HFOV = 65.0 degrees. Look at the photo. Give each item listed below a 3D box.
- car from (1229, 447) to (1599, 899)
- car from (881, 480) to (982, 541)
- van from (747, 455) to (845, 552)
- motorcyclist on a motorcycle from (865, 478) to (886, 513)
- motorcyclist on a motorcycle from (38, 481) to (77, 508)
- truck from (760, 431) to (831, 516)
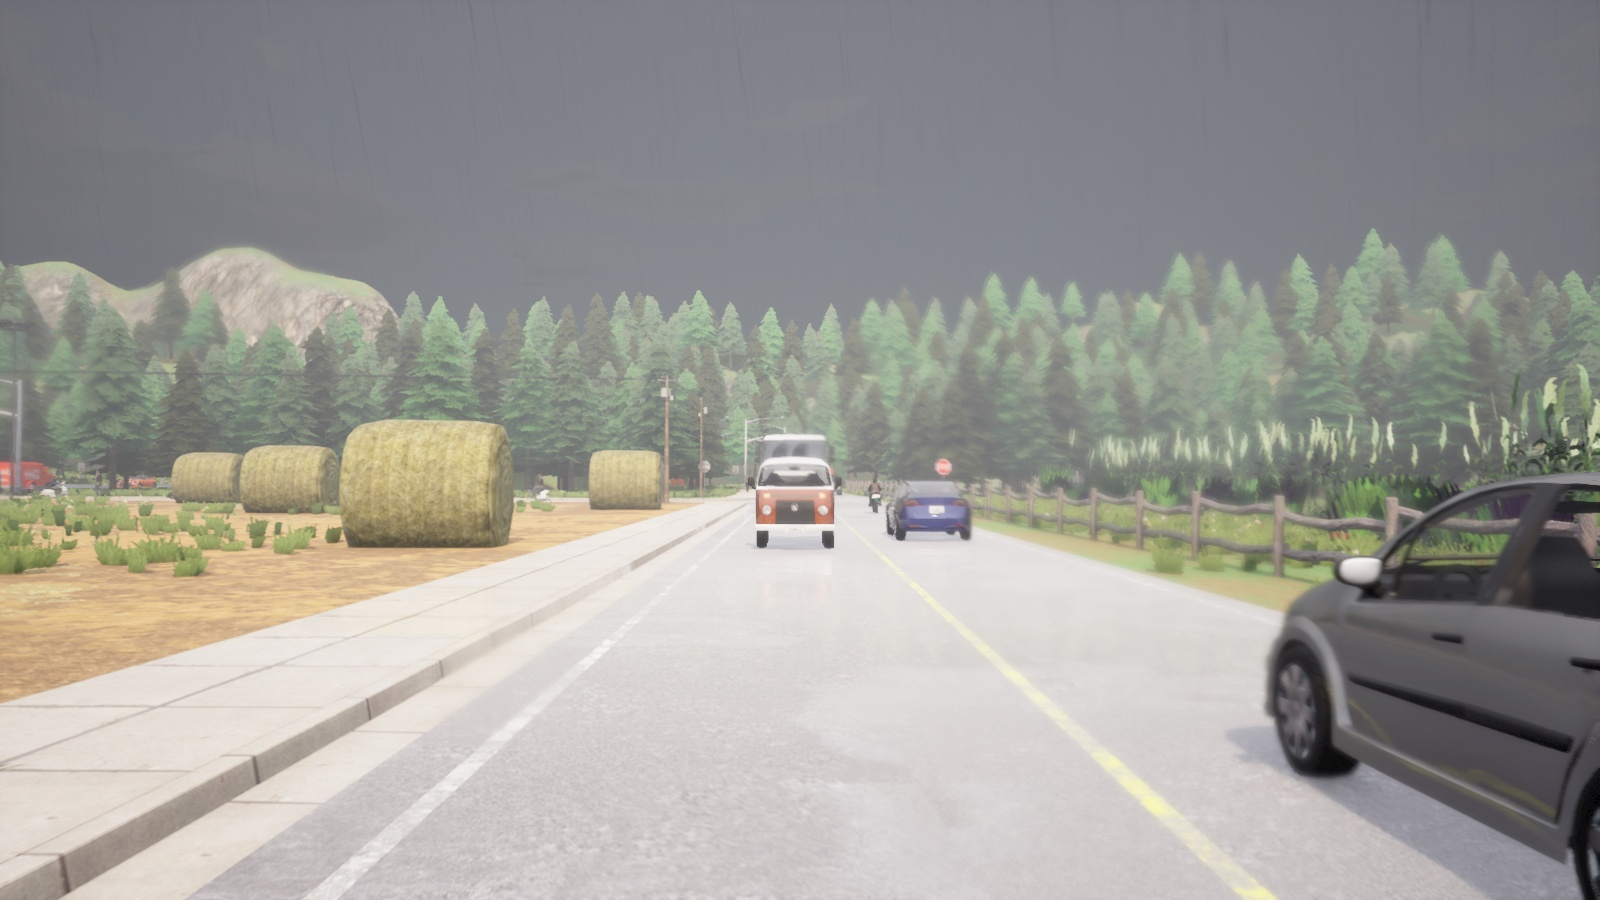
[{"bbox_3d":[3.478,0.827,5.435,1.851,1.617,3.988,0,-1,0],"label":"car"},{"bbox_3d":[3.382,1.539,33.268,2.163,1.488,4.792,0,-1,0],"label":"car"},{"bbox_3d":[-0.104,1.180,28.855,2.069,2.038,4.480,0,-1,0],"label":"van"},{"bbox_3d":[3.312,2.006,55.339,0.797,1.523,2.044,0,-1,-1],"label":"motorcyclist on a motorcycle"},{"bbox_3d":[-44.323,2.634,74.957,1.817,1.590,0.866,0,-1,-3],"label":"motorcyclist on a motorcycle"},{"bbox_3d":[-0.198,1.061,55.582,2.891,3.462,7.936,0,-1,0],"label":"truck"}]
